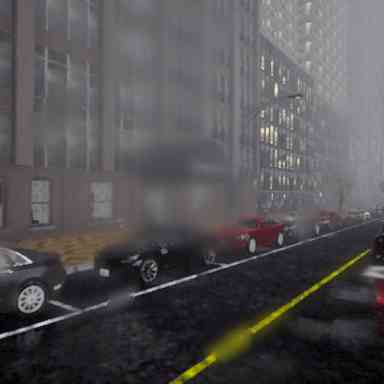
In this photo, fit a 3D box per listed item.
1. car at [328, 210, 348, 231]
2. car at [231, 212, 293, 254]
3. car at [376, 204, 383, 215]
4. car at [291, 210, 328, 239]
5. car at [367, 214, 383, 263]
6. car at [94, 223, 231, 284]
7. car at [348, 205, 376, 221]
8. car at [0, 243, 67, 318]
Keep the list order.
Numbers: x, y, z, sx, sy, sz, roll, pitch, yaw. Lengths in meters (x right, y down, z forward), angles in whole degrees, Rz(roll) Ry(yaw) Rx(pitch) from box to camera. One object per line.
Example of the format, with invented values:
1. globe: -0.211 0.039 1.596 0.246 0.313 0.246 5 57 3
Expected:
1. car: 9.430 1.946 23.634 1.802 1.307 4.206 -1 -1 37
2. car: 2.565 1.737 14.576 1.887 1.381 4.507 -1 -1 37
3. car: 23.161 2.257 41.750 2.008 1.369 4.403 -1 -1 37
4. car: 5.997 1.829 19.105 2.008 1.369 4.403 -1 -1 37
5. car: 7.876 1.725 12.114 1.837 1.490 4.892 0 0 38
6. car: -0.868 1.672 10.046 1.947 1.339 4.313 -1 -1 37
7. car: 16.296 2.086 32.693 2.008 1.369 4.403 -1 -1 37
8. car: -4.300 1.571 5.518 2.008 1.369 4.403 -1 -1 37
